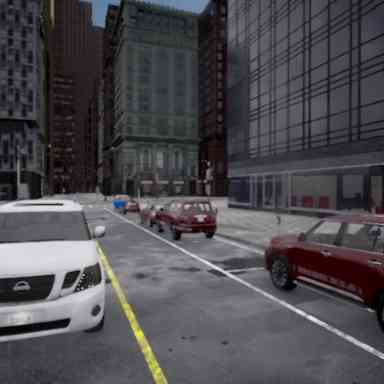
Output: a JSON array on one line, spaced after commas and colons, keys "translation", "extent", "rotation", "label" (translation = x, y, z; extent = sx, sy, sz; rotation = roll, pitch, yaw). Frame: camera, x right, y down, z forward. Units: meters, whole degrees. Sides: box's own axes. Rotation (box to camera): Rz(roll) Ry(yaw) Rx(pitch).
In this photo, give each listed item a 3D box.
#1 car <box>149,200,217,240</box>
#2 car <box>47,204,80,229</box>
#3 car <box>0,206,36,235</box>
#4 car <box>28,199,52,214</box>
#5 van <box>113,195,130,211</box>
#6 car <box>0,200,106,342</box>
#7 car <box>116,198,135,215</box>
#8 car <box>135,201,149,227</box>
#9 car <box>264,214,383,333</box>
[{"translation": [-0.416, 1.296, 16.974], "extent": [2.192, 1.841, 5.009], "rotation": [0, 0, -20], "label": "car"}, {"translation": [-8.634, 1.574, 22.559], "extent": [1.895, 1.301, 4.718], "rotation": [0, 0, -20], "label": "car"}, {"translation": [-10.345, 1.561, 19.414], "extent": [1.802, 1.307, 4.206], "rotation": [0, 0, -20], "label": "car"}, {"translation": [-16.064, 1.513, 35.368], "extent": [1.947, 1.339, 4.313], "rotation": [0, 0, -20], "label": "car"}, {"translation": [-8.040, 1.283, 38.245], "extent": [1.690, 1.788, 3.998], "rotation": [0, 0, -20], "label": "van"}, {"translation": [-3.068, 1.216, 6.740], "extent": [2.150, 2.045, 5.566], "rotation": [0, 0, -20], "label": "car"}, {"translation": [-6.133, 1.536, 32.928], "extent": [1.802, 1.307, 4.206], "rotation": [0, 0, -20], "label": "car"}, {"translation": [-2.322, 1.414, 22.292], "extent": [1.967, 1.590, 4.097], "rotation": [0, 0, -20], "label": "car"}, {"translation": [3.396, 1.308, 6.340], "extent": [2.192, 1.841, 5.009], "rotation": [0, 0, -20], "label": "car"}]
